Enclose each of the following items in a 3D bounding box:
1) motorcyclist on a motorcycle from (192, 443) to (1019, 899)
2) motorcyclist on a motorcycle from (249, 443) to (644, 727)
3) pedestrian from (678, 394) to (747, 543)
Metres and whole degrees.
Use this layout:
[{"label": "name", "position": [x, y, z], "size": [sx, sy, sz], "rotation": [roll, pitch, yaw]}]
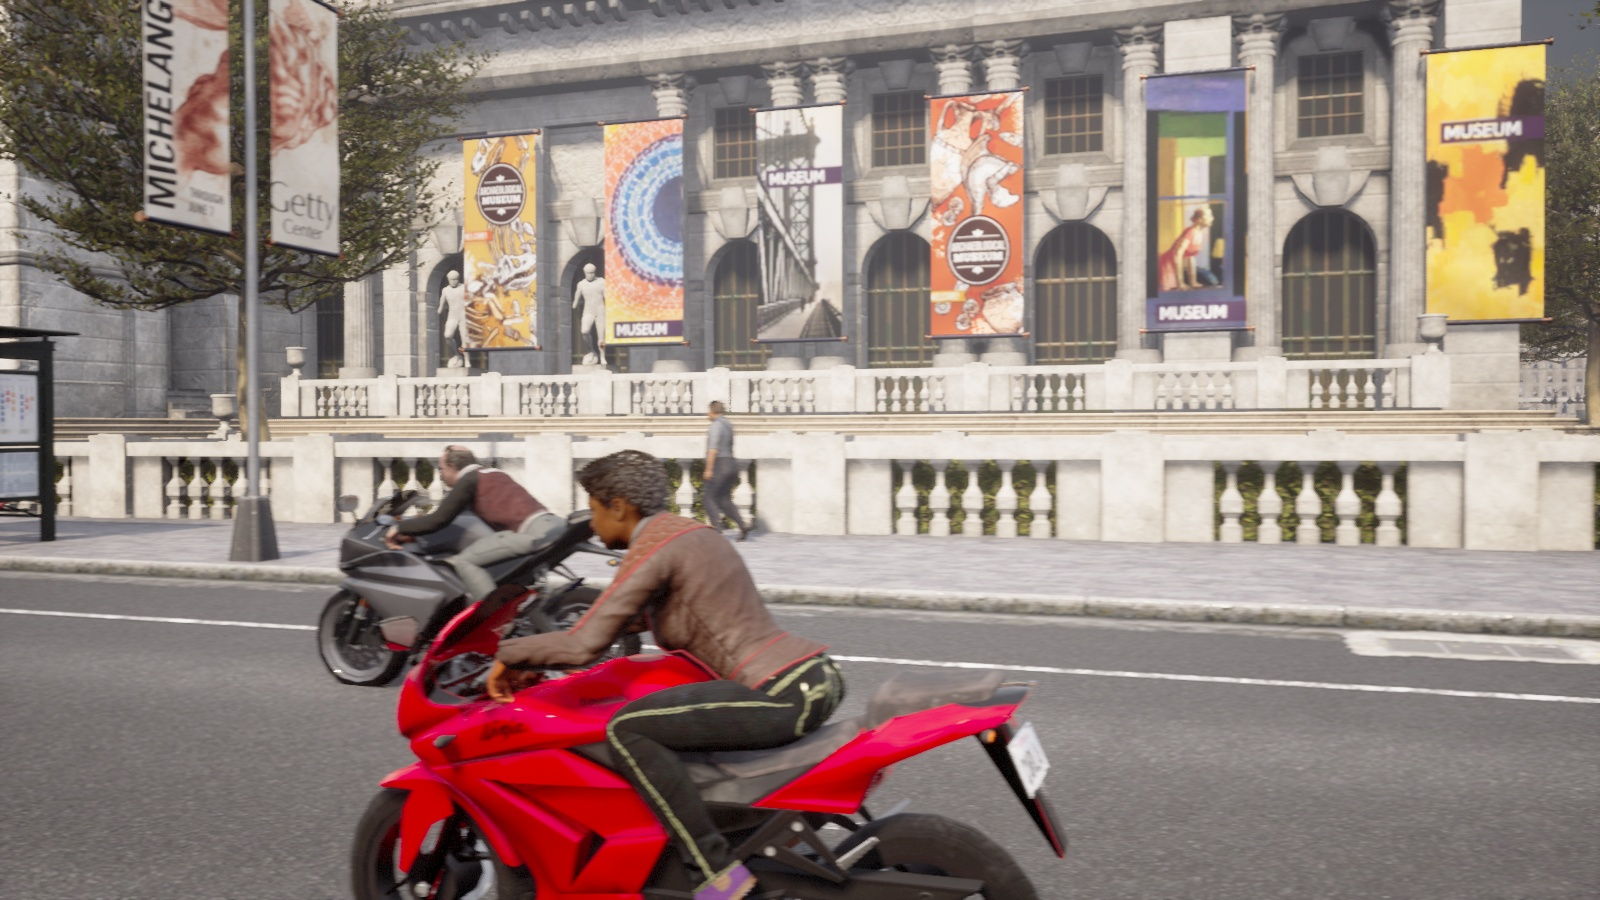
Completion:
[{"label": "motorcyclist on a motorcycle", "position": [-0.506, 0.753, 3.363], "size": [2.044, 1.523, 0.797], "rotation": [1, 1, 19]}, {"label": "motorcyclist on a motorcycle", "position": [-2.131, 0.732, 7.603], "size": [2.191, 1.530, 0.866], "rotation": [1, 1, 19]}, {"label": "pedestrian", "position": [-1.115, 0.223, 15.982], "size": [0.694, 1.848, 0.540], "rotation": [1, 1, 25]}]
